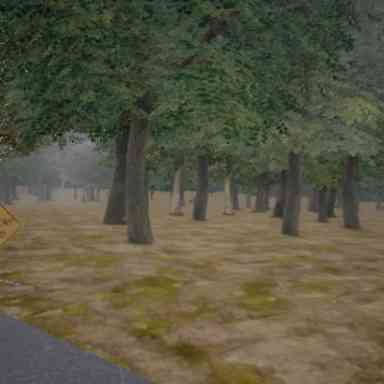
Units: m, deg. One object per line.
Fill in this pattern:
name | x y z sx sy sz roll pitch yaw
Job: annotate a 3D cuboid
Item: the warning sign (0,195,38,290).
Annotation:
warning sign | -4.208 1.013 6.972 1.060 1.860 1.300 4 0 35
